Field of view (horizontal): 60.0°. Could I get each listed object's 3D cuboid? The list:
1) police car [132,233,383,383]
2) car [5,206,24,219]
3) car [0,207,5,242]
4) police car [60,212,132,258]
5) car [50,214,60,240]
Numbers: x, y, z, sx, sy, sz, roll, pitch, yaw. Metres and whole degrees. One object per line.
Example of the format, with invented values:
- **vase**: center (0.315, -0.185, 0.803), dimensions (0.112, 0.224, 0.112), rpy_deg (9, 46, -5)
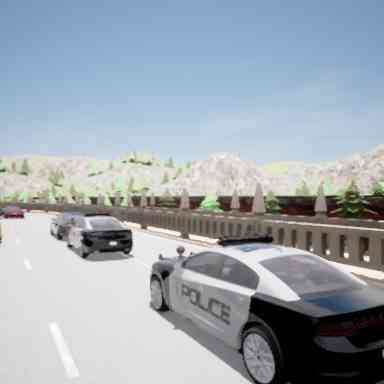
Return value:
- **police car**: center (0.828, 1.564, 5.814), dimensions (1.930, 1.638, 5.238), rpy_deg (1, -1, -30)
- **car**: center (-20.583, 2.295, 37.920), dimensions (1.994, 1.385, 4.181), rpy_deg (1, -2, -40)
- **car**: center (-11.357, 1.818, 17.951), dimensions (1.882, 1.535, 5.008), rpy_deg (1, -1, -30)
- **police car**: center (-4.187, 1.727, 14.464), dimensions (1.930, 1.638, 5.238), rpy_deg (1, -1, -30)
- **car**: center (-7.140, 1.924, 19.557), dimensions (1.812, 1.442, 4.674), rpy_deg (1, -1, -30)
